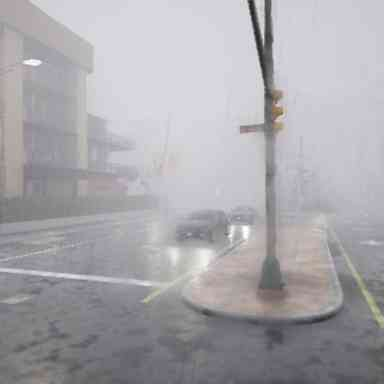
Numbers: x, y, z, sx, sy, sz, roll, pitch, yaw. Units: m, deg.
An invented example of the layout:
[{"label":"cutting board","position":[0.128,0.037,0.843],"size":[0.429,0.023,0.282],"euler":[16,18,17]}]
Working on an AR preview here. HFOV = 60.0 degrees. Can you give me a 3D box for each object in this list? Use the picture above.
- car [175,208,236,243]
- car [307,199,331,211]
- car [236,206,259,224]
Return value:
[{"label":"car","position":[0.704,1.667,17.233],"size":[1.837,1.490,4.892],"euler":[-1,-1,20]},{"label":"car","position":[17.230,1.755,45.274],"size":[2.128,1.511,4.902],"euler":[0,-1,-1]},{"label":"car","position":[4.175,1.781,26.702],"size":[1.994,1.385,4.181],"euler":[-1,-1,20]}]
